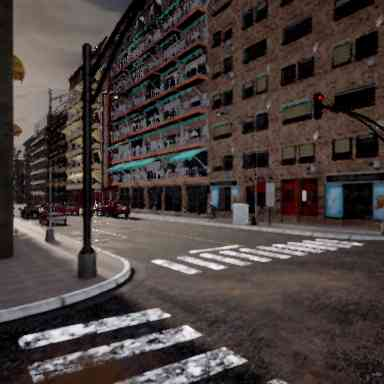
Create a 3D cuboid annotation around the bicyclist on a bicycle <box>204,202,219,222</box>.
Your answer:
[{"bbox_3d":[1.663,1.682,28.019,1.656,1.620,0.582,0,-1,-34],"label":"bicyclist on a bicycle"}]

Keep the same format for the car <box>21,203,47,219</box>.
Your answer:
[{"bbox_3d":[-18.612,2.310,38.570,1.947,1.339,4.313,-1,-1,-34],"label":"car"}]

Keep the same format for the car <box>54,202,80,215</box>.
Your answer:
[{"bbox_3d":[-17.042,2.186,45.828,2.097,1.767,4.553,0,-1,-34],"label":"car"}]

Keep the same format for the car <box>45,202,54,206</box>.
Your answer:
[{"bbox_3d":[-22.604,2.612,53.902,1.895,1.301,4.718,0,-1,-34],"label":"car"}]

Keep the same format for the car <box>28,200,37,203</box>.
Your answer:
[{"bbox_3d":[-40.586,2.977,84.848,2.192,1.841,5.009,-1,-1,-34],"label":"car"}]

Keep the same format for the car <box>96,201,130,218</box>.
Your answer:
[{"bbox_3d":[-8.745,1.948,38.012,2.192,1.841,5.009,-1,-1,-34],"label":"car"}]

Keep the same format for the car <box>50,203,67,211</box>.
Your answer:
[{"bbox_3d":[-24.670,2.688,61.422,1.887,1.381,4.507,-1,-1,-34],"label":"car"}]

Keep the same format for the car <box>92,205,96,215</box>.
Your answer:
[{"bbox_3d":[-11.926,2.285,42.693,2.008,1.369,4.403,-1,-1,-34],"label":"car"}]

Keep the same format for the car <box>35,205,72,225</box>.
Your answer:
[{"bbox_3d":[-12.254,2.125,29.227,1.802,1.307,4.206,-1,-1,-34],"label":"car"}]

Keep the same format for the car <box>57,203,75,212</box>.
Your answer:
[{"bbox_3d":[-21.484,2.607,56.740,1.947,1.339,4.313,-1,-1,-34],"label":"car"}]
